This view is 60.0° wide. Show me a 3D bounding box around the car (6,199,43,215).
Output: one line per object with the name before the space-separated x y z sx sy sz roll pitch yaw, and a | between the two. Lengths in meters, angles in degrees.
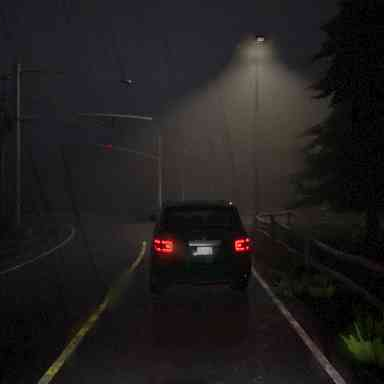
car | -17.251 1.502 33.830 4.892 1.490 1.837 1 0 30

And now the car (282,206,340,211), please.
car | 10.701 1.628 30.144 4.718 1.301 1.895 0 0 0

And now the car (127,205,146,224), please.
car | -2.612 1.580 24.245 4.181 1.385 1.994 0 0 9

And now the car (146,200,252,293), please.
car | 0.008 1.221 9.065 2.150 2.045 5.566 0 0 -5
